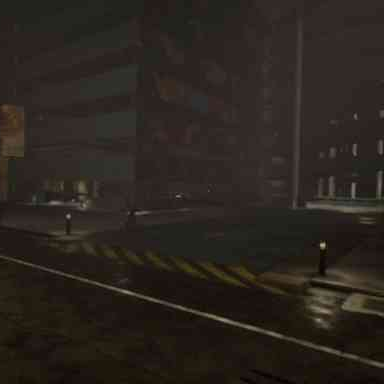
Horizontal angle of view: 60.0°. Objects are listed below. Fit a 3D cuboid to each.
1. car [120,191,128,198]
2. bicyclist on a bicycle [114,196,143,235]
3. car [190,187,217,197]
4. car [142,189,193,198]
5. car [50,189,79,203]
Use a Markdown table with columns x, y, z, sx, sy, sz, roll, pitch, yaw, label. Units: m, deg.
| x | y | z | sx | sy | sz | roll | pitch | yaw | label |
| --- | --- | --- | --- | --- | --- | --- | --- | --- | --- |
| -8.019 | 0.494 | 47.390 | 4.718 | 1.301 | 1.895 | 2 | 1 | 35 | car |
| -2.675 | 1.006 | 14.188 | 0.582 | 1.620 | 1.656 | 2 | 1 | 35 | bicyclist on a bicycle |
| 1.967 | 0.024 | 62.983 | 5.566 | 2.045 | 2.435 | 2 | 1 | 35 | car |
| -2.699 | 0.686 | 34.487 | 4.674 | 1.452 | 2.002 | 2 | 1 | 35 | car |
| -15.041 | 0.441 | 38.146 | 4.786 | 1.482 | 2.161 | 2 | 1 | 35 | car |
